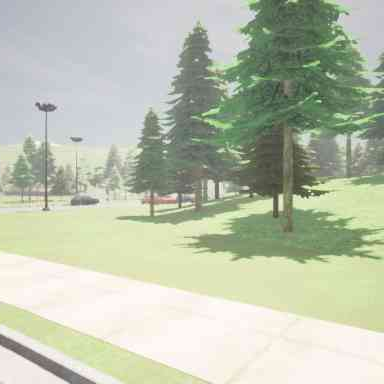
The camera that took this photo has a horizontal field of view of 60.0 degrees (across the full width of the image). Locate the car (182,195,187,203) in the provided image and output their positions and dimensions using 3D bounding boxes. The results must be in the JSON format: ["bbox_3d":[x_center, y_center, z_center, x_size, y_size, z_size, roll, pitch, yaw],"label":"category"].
[{"bbox_3d":[-1.579,1.352,69.418,2.097,1.767,4.553,0,0,36],"label":"car"}]

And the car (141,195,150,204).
[{"bbox_3d":[-7.229,1.352,61.621,2.097,1.767,4.553,0,0,37],"label":"car"}]

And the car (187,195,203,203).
[{"bbox_3d":[1.508,1.564,67.708,1.994,1.385,4.181,0,0,36],"label":"car"}]

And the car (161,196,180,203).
[{"bbox_3d":[-4.583,1.555,71.216,1.994,1.385,4.181,0,0,36],"label":"car"}]

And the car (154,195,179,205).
[{"bbox_3d":[-4.528,1.352,59.385,2.097,1.767,4.553,0,0,37],"label":"car"}]

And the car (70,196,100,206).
[{"bbox_3d":[-17.215,1.352,53.854,2.097,1.767,4.553,0,0,36],"label":"car"}]
